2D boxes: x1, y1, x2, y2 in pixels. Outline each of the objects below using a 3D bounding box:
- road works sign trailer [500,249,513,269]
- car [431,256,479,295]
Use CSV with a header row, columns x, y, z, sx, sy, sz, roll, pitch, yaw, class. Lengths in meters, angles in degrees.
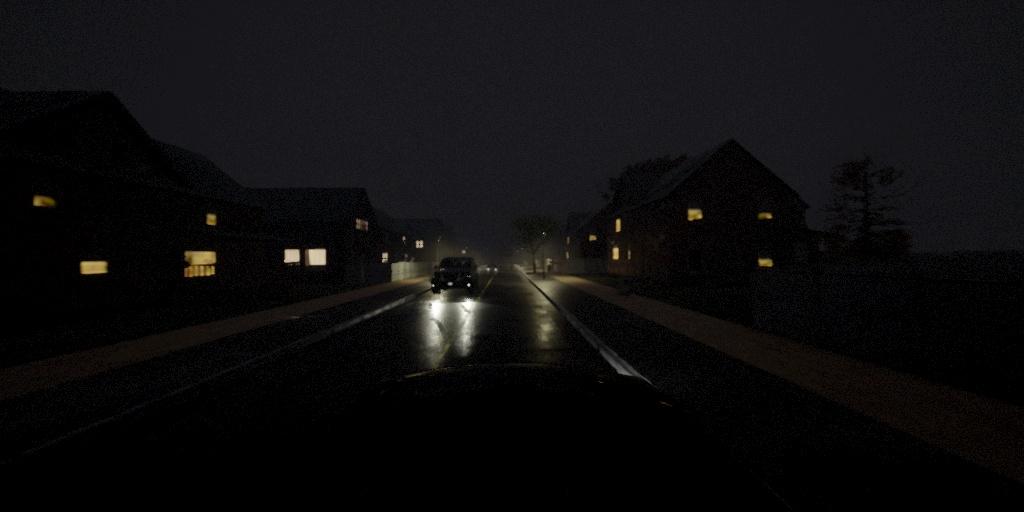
x,y,z,sx,sy,sz,roll,pitch,yaw,class
-1.013,0.507,65.270,2.380,3.560,2.880,0,0,-1,road works sign trailer
-3.132,1.039,20.708,2.150,2.045,5.566,-1,0,-1,car
